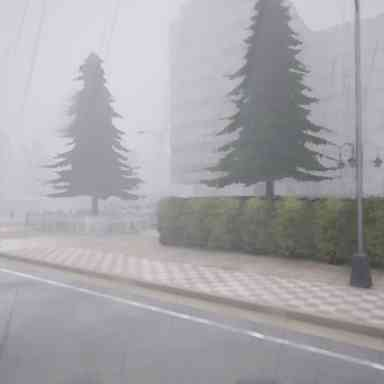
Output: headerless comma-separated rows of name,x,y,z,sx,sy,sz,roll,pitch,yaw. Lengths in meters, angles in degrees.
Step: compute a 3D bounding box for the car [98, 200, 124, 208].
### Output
car,-14.670,2.112,59.889,1.895,1.301,4.718,-1,0,36
